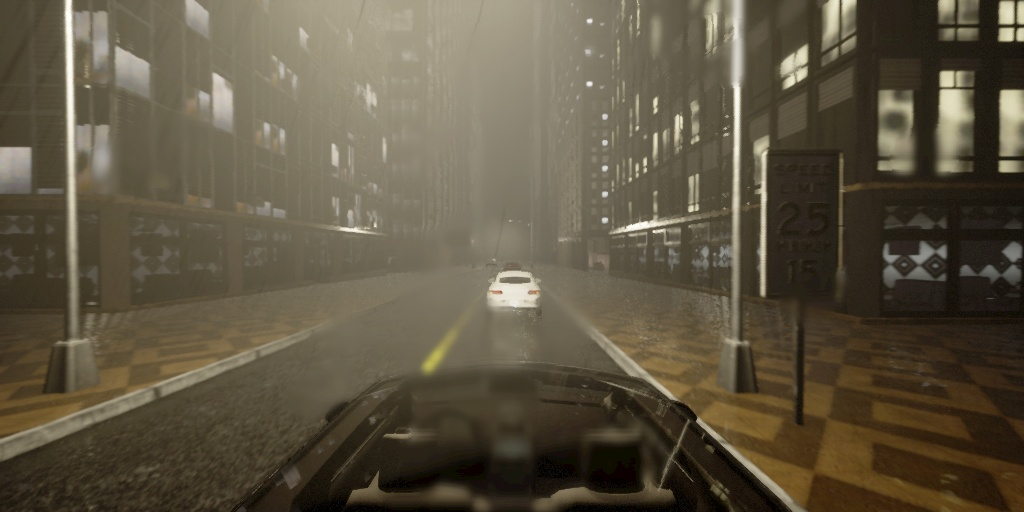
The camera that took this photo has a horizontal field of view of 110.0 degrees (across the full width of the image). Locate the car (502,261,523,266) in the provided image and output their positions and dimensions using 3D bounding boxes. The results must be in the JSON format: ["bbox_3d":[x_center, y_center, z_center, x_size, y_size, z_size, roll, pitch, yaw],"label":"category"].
[{"bbox_3d":[0.042,1.285,37.755,1.837,1.490,4.892,0,0,1],"label":"car"}]

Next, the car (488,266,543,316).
[{"bbox_3d":[0.104,1.281,13.376,1.812,1.442,4.674,0,0,0],"label":"car"}]

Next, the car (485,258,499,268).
[{"bbox_3d":[-2.983,0.996,53.534,2.033,1.411,5.357,0,0,0],"label":"car"}]
